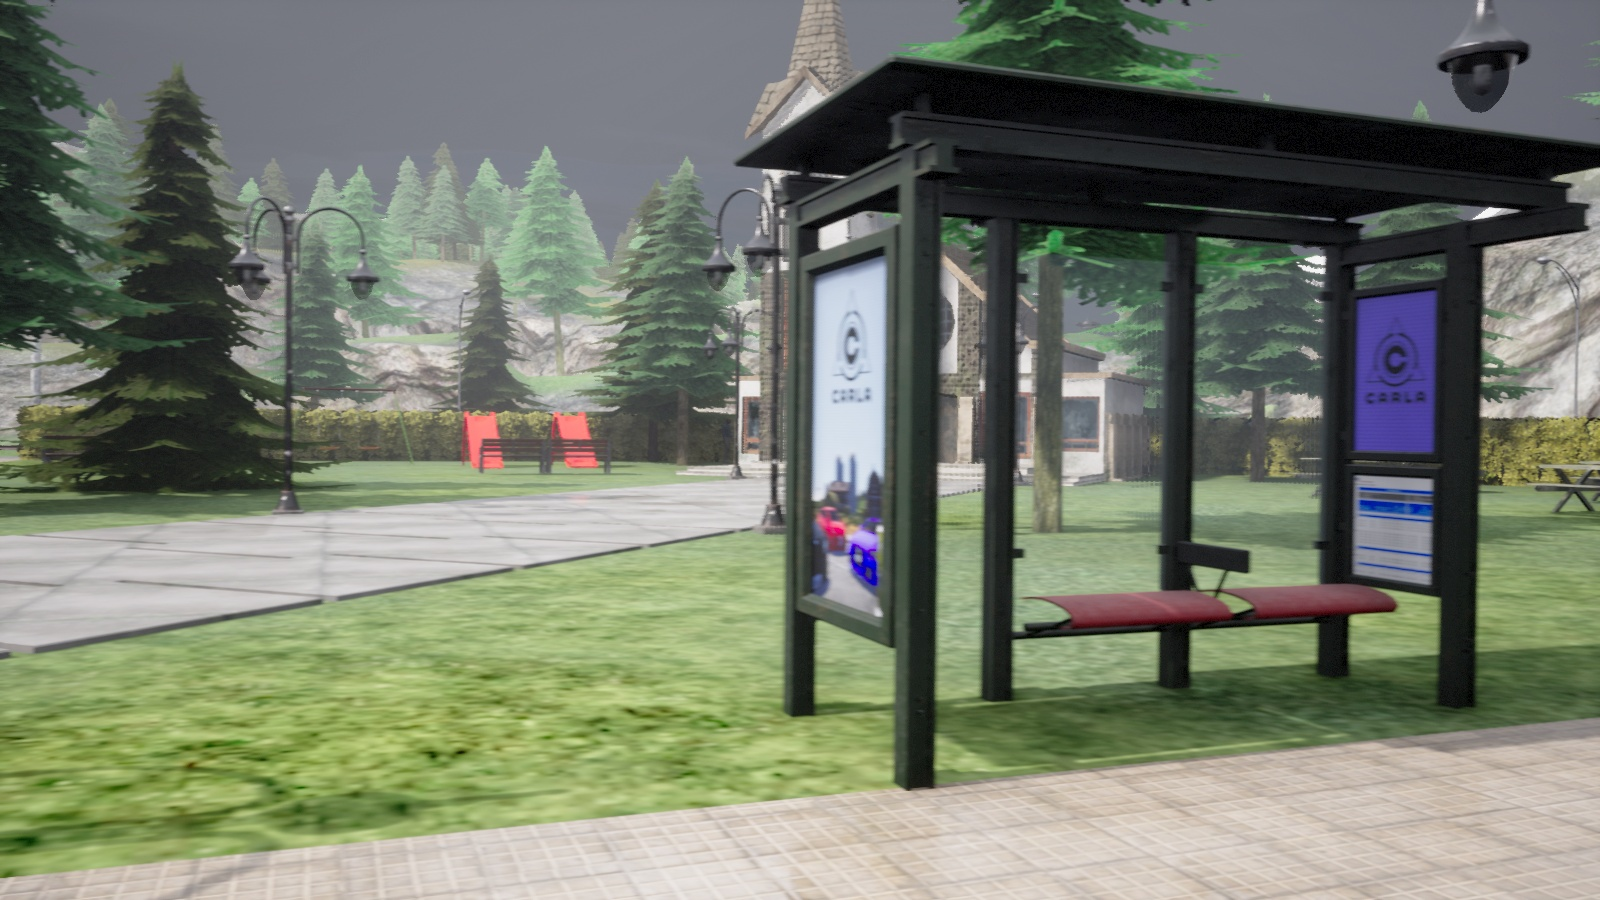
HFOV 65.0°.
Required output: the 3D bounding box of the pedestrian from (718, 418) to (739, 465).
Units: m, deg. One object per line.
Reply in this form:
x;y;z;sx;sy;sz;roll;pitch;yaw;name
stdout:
-2.820;-0.324;49.649;0.726;1.835;0.370;0;1;27;pedestrian
